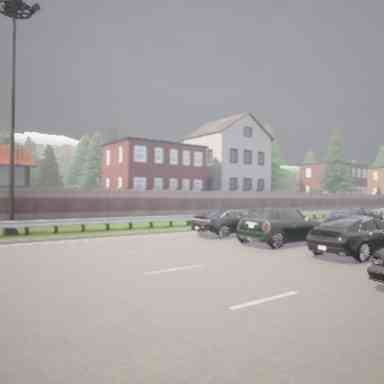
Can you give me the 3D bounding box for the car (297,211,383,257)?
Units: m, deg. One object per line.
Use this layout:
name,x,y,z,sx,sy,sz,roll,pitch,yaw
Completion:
car,6.404,1.668,12.675,4.892,1.490,1.837,0,0,-35

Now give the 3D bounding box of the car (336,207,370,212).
car,12.759,1.875,25.824,5.357,1.411,2.033,1,-1,-35

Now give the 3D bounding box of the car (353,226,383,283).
car,6.662,1.681,8.586,5.357,1.411,2.033,1,-1,-35

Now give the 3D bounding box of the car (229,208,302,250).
car,4.277,1.511,15.457,4.553,1.767,2.097,1,-1,-35

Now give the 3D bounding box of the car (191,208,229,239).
car,2.241,1.651,18.306,4.902,1.511,2.128,1,-1,-35
